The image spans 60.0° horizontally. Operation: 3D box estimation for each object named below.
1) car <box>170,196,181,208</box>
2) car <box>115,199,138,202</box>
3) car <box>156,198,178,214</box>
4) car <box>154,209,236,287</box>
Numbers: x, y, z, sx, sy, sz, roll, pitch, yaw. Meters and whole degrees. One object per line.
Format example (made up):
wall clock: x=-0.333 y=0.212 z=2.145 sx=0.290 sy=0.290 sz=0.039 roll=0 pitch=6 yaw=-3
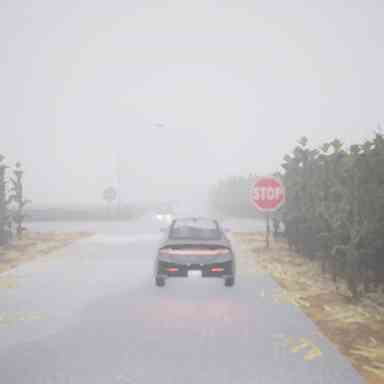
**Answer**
car: x=-3.125 y=1.769 z=60.709 sx=2.150 sy=2.045 sz=5.566 roll=0 pitch=-1 yaw=0
car: x=-14.649 y=2.179 z=73.870 sx=5.357 sy=1.411 sz=2.033 roll=0 pitch=0 yaw=0
car: x=-3.200 y=1.838 z=39.958 sx=2.128 sy=1.511 sz=4.902 roll=0 pitch=-1 yaw=0
car: x=0.084 y=1.453 z=9.202 sx=2.128 sy=1.511 sz=4.902 roll=0 pitch=0 yaw=1
